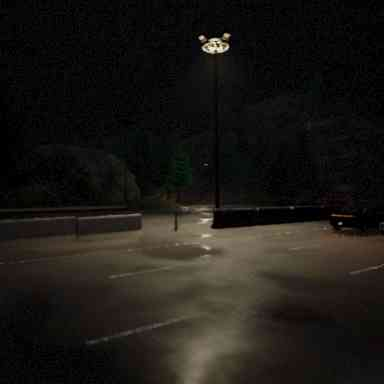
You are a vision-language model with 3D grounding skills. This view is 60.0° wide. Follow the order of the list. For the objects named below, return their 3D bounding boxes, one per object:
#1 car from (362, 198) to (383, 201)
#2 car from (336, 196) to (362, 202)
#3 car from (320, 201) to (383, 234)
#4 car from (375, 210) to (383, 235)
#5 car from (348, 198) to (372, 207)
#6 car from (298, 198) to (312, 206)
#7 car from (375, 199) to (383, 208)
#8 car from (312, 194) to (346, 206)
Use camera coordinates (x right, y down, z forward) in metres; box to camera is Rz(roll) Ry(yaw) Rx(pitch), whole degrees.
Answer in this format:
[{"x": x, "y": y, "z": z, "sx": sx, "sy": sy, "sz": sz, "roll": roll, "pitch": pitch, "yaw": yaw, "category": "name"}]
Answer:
[{"x": 24.664, "y": 1.568, "z": 43.136, "sx": 4.902, "sy": 1.511, "sz": 2.128, "roll": 1, "pitch": 0, "yaw": -35, "category": "car"}, {"x": 22.260, "y": 1.593, "z": 45.719, "sx": 4.674, "sy": 1.442, "sz": 1.812, "roll": 1, "pitch": 0, "yaw": -35, "category": "car"}, {"x": 10.067, "y": 1.514, "z": 19.557, "sx": 4.902, "sy": 1.511, "sz": 2.128, "roll": 0, "pitch": 0, "yaw": -36, "category": "car"}, {"x": 11.001, "y": 1.626, "z": 15.926, "sx": 4.718, "sy": 1.301, "sz": 1.895, "roll": 0, "pitch": 0, "yaw": -36, "category": "car"}, {"x": 30.341, "y": 1.923, "z": 60.009, "sx": 4.674, "sy": 1.442, "sz": 1.812, "roll": 2, "pitch": -1, "yaw": -35, "category": "car"}, {"x": 18.308, "y": 1.631, "z": 51.486, "sx": 4.181, "sy": 1.385, "sz": 1.994, "roll": 0, "pitch": 0, "yaw": -35, "category": "car"}, {"x": 34.579, "y": 1.983, "z": 58.729, "sx": 4.902, "sy": 1.511, "sz": 2.128, "roll": 2, "pitch": -1, "yaw": -36, "category": "car"}, {"x": 20.640, "y": 1.299, "z": 48.856, "sx": 5.566, "sy": 2.045, "sz": 2.150, "roll": 1, "pitch": 0, "yaw": -35, "category": "car"}]
